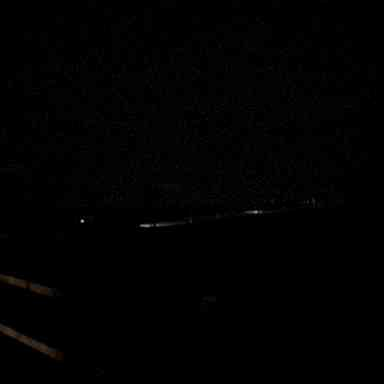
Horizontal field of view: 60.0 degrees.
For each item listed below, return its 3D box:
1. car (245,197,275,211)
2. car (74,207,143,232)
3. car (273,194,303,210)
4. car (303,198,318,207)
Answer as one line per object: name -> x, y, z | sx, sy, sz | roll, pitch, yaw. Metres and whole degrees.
car -> 8.822, 1.679, 44.213 | 1.837, 1.490, 4.892 | -3, -2, 36
car -> -4.959, 1.599, 20.203 | 1.994, 1.385, 4.181 | -3, -2, 36
car -> 12.429, 1.268, 44.349 | 2.150, 2.045, 5.566 | -3, -2, 36
car -> 18.498, 1.605, 52.851 | 2.033, 1.411, 5.357 | -3, -2, 36
